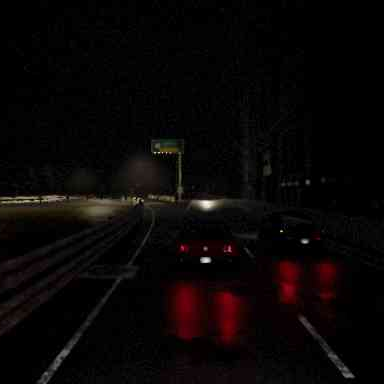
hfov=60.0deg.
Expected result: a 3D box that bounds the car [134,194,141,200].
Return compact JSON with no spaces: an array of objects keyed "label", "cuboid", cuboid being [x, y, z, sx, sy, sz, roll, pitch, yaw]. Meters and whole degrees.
[{"label":"car","cuboid":[-14.109,1.311,85.190,1.882,1.535,5.008,0,0,-14]}]

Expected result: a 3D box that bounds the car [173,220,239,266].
[{"label":"car","cuboid":[0.440,1.607,11.477,1.895,1.301,4.718,0,0,1]}]

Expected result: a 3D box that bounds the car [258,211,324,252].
[{"label":"car","cuboid":[3.994,1.533,13.905,1.812,1.442,4.674,0,0,1]}]
